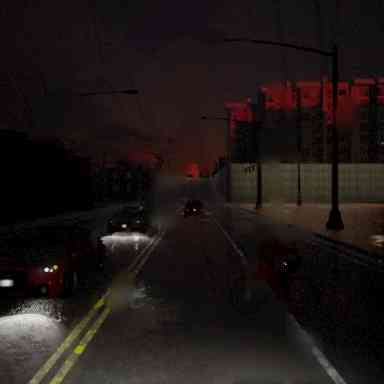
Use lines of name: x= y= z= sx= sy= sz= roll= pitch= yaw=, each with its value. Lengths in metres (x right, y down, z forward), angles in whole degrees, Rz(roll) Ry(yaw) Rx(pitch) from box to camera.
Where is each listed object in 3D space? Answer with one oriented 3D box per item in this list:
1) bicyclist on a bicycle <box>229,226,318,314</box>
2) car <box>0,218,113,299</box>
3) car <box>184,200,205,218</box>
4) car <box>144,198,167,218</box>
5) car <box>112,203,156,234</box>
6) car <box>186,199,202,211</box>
bicyclist on a bicycle: x=1.490 y=1.452 z=6.107 sx=1.656 sy=1.620 sz=0.582 roll=-1 pitch=0 yaw=0
car: x=-3.561 y=1.564 z=8.361 sx=1.994 sy=1.385 sz=4.181 roll=0 pitch=0 yaw=0
car: x=0.231 y=1.547 z=30.556 sx=2.033 sy=1.411 sz=5.357 roll=0 pitch=0 yaw=0
car: x=-3.429 y=1.352 z=29.490 sx=2.097 sy=1.767 sz=4.553 roll=0 pitch=0 yaw=1
car: x=-3.458 y=1.563 z=19.040 sx=1.994 sy=1.385 sz=4.181 roll=0 pitch=0 yaw=1
car: x=0.278 y=1.601 z=41.696 sx=1.895 sy=1.301 sz=4.718 roll=0 pitch=0 yaw=0
